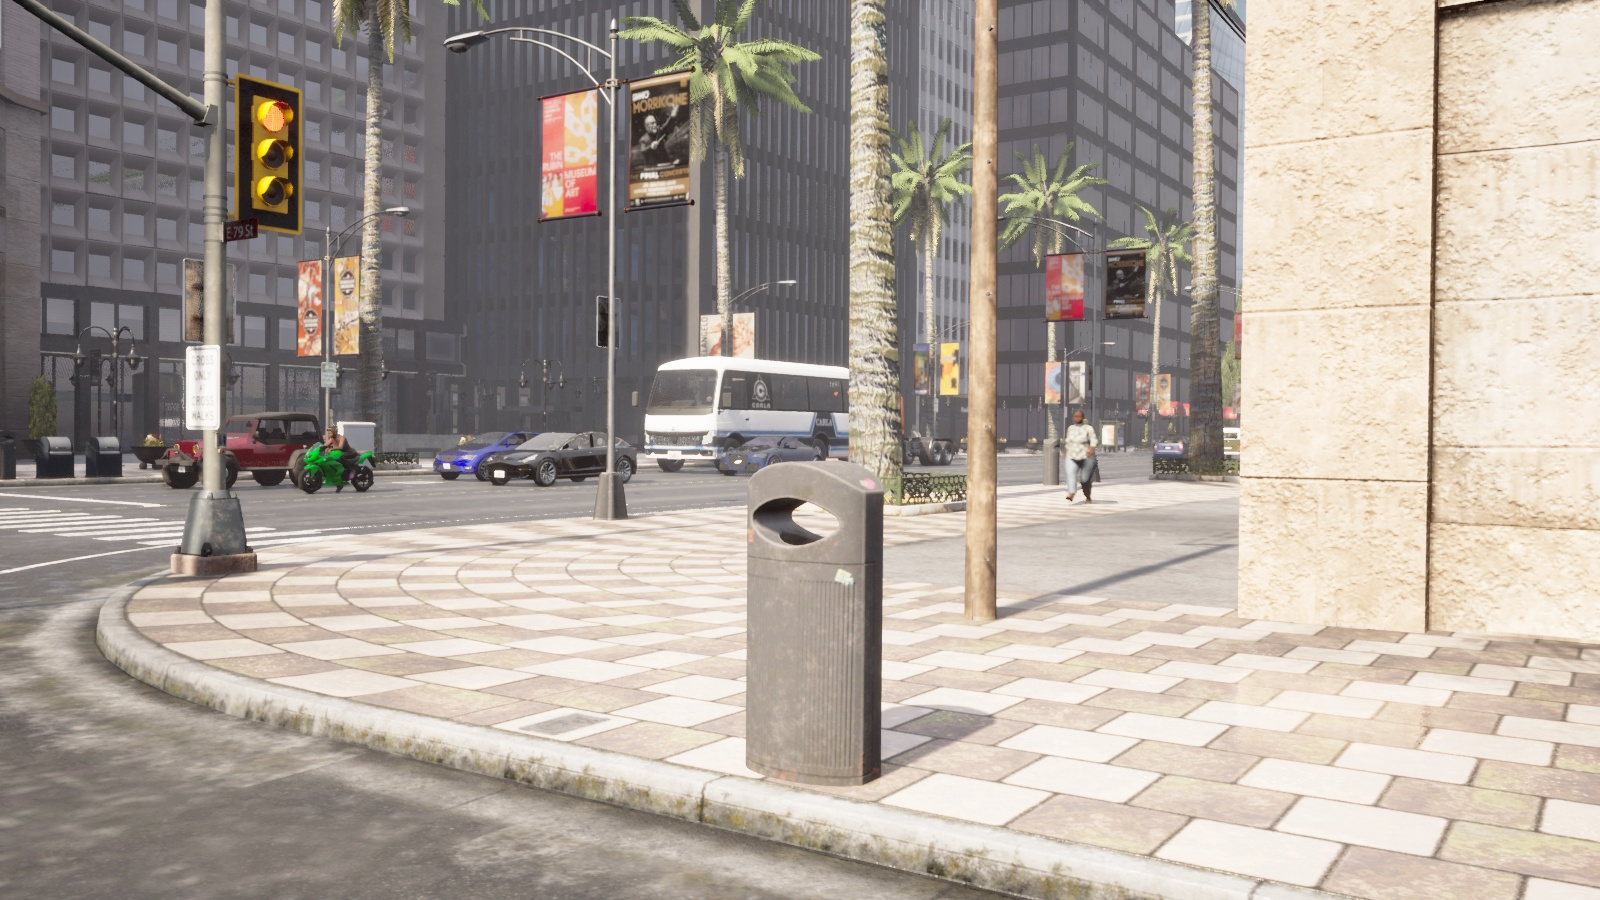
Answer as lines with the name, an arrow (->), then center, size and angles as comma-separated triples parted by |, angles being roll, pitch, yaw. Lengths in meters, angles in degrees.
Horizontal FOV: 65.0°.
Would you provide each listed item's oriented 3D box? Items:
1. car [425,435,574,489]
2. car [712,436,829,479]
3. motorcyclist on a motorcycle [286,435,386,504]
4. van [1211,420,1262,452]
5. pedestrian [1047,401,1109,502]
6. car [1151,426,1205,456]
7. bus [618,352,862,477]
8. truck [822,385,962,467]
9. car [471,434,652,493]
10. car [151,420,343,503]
car -> -8.902, 0.314, 37.493 | 1.816, 1.474, 4.193 | 0, 1, 34
car -> -0.953, 0.215, 43.117 | 1.994, 1.385, 4.181 | 0, 1, 33
motorcyclist on a motorcycle -> -10.567, 0.418, 28.681 | 0.797, 1.523, 2.044 | 0, 1, 34
van -> 28.347, -0.914, 81.431 | 2.069, 2.038, 4.480 | 0, 1, 33
pedestrian -> 5.265, 0.016, 23.744 | 0.874, 1.855, 0.900 | 0, 1, 33
car -> 21.258, -0.526, 70.536 | 1.851, 1.617, 3.988 | 0, 1, 33
bus -> -1.975, -1.281, 47.871 | 3.944, 4.253, 10.273 | 0, 1, 34
truck -> 4.364, -1.074, 57.412 | 2.891, 3.462, 7.936 | 0, 1, 33
car -> -6.506, 0.315, 34.783 | 2.163, 1.488, 4.792 | 0, 1, 33
car -> -13.428, 0.230, 30.680 | 1.905, 1.878, 3.866 | 0, 1, 34
